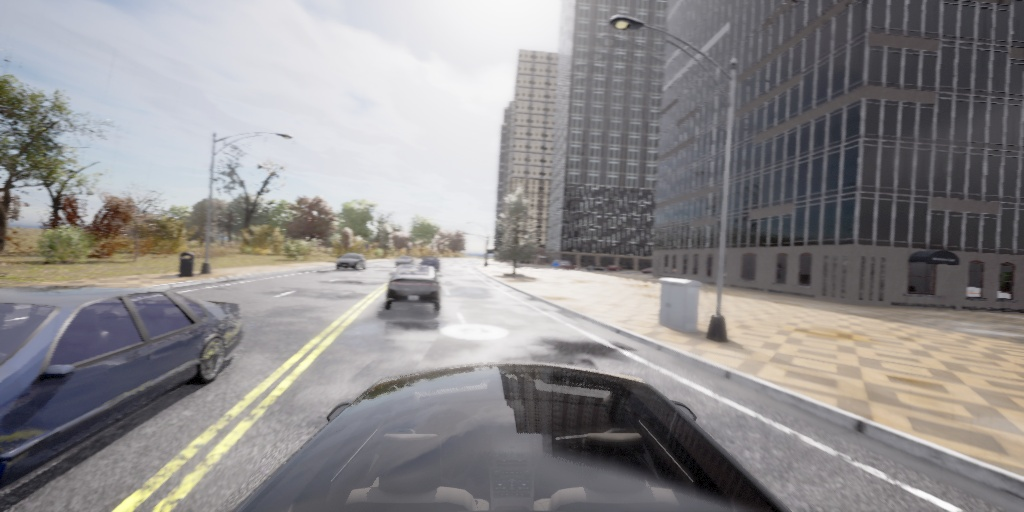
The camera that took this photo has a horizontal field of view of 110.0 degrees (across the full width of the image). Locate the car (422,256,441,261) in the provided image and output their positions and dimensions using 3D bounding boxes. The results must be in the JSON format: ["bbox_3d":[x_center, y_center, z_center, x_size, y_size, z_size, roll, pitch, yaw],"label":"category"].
[{"bbox_3d":[-9.177,0.736,40.686,2.097,1.767,4.553,4,0,-9],"label":"car"}]

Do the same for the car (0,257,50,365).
[{"bbox_3d":[-7.858,0.768,3.113,2.128,1.511,4.902,4,0,-15],"label":"car"}]

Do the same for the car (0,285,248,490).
[{"bbox_3d":[-4.609,1.024,3.441,2.033,1.411,5.357,4,0,-15],"label":"car"}]

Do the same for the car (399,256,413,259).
[{"bbox_3d":[-13.367,0.696,45.131,2.033,1.411,5.357,4,0,-8],"label":"car"}]

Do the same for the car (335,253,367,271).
[{"bbox_3d":[-14.590,0.517,32.736,1.837,1.490,4.892,3,0,-11],"label":"car"}]

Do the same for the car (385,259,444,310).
[{"bbox_3d":[-3.663,1.077,13.625,2.128,1.511,4.902,4,0,-14],"label":"car"}]
